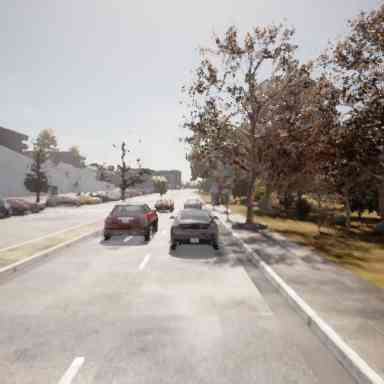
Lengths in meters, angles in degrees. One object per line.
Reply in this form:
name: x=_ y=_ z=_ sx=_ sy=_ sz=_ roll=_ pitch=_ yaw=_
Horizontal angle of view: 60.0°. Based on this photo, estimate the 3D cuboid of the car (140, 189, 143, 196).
car: x=-16.829 y=0.304 z=89.374 sx=5.566 sy=2.045 sz=2.435 roll=-1 pitch=1 yaw=-20

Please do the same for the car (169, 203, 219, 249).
car: x=0.093 y=1.455 z=14.279 sx=1.837 sy=1.490 sz=4.892 roll=0 pitch=1 yaw=0

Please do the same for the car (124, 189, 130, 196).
car: x=-16.886 y=0.757 z=74.349 sx=4.553 sy=1.767 sz=2.185 roll=-1 pitch=1 yaw=-20

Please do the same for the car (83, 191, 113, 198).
car: x=-16.835 y=0.909 z=56.356 sx=5.566 sy=2.045 sz=2.435 roll=-1 pitch=0 yaw=-20

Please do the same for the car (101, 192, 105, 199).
car: x=-16.863 y=1.226 z=53.339 sx=4.674 sy=1.452 sz=2.002 roll=-1 pitch=0 yaw=-20

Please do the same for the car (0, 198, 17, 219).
car: x=-16.837 y=1.241 z=26.345 sx=4.553 sy=1.767 sz=2.185 roll=-1 pitch=1 yaw=-20

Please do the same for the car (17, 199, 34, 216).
car: x=-16.859 y=1.388 z=29.319 sx=4.674 sy=1.452 sz=2.002 roll=-1 pitch=1 yaw=-20

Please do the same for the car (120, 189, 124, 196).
car: x=-16.884 y=0.792 z=65.336 sx=5.566 sy=2.045 sz=2.435 roll=-1 pitch=1 yaw=-20

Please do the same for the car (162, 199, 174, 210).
car: x=-2.916 y=1.412 z=36.294 sx=1.895 sy=1.301 sz=4.718 roll=0 pitch=0 yaw=0

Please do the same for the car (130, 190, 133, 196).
car: x=-16.855 y=0.860 z=77.362 sx=4.674 sy=1.452 sz=2.002 roll=-1 pitch=1 yaw=-20

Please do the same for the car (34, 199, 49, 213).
car: x=-16.838 y=1.358 z=32.337 sx=4.792 sy=1.488 sz=2.163 roll=-1 pitch=0 yaw=-20

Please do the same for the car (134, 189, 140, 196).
car: x=-16.824 y=0.650 z=86.377 sx=4.792 sy=1.488 sz=2.163 roll=-1 pitch=1 yaw=-20

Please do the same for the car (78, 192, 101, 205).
car: x=-17.031 y=1.211 z=50.266 sx=5.366 sy=1.575 sz=1.946 roll=-1 pitch=1 yaw=-20

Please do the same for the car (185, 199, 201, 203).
car: x=0.087 y=1.382 z=32.683 sx=2.033 sy=1.411 sz=5.357 roll=0 pitch=0 yaw=0

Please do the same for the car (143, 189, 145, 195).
car: x=-16.675 y=0.485 z=92.430 sx=5.366 sy=1.575 sz=1.946 roll=-1 pitch=1 yaw=-20

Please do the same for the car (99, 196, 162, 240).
car: x=-2.907 y=1.286 z=16.733 sx=2.097 sy=1.767 sz=4.553 roll=0 pitch=0 yaw=0

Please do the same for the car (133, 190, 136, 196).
car: x=-16.845 y=0.755 z=80.361 sx=5.008 sy=1.535 sz=2.097 roll=-1 pitch=2 yaw=-20

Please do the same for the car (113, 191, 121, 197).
car: x=-16.684 y=1.080 z=62.412 sx=5.366 sy=1.575 sz=1.946 roll=-1 pitch=0 yaw=-20

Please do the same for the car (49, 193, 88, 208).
car: x=-16.835 y=1.282 z=44.343 sx=4.792 sy=1.488 sz=2.163 roll=-1 pitch=0 yaw=-20

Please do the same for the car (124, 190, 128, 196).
car: x=-16.857 y=0.984 z=71.364 sx=4.674 sy=1.452 sz=2.002 roll=-1 pitch=1 yaw=-20
